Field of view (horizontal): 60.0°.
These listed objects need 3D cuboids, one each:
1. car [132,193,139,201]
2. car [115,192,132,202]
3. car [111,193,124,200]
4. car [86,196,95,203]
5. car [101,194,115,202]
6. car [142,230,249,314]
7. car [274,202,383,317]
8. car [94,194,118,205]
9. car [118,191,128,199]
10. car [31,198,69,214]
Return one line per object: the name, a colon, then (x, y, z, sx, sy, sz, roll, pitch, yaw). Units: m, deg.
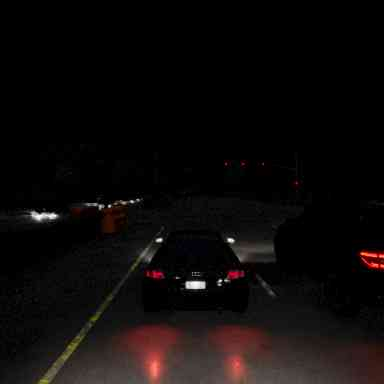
car: (-14.380, 1.323, 77.504, 1.895, 1.301, 4.718, 0, 0, 0)
car: (-14.325, 0.995, 67.859, 2.150, 2.045, 5.566, 0, 0, 0)
car: (-17.909, 1.071, 80.256, 2.097, 1.767, 4.553, 0, 0, 0)
car: (-17.840, 1.348, 61.186, 2.033, 1.411, 5.357, 0, 0, 0)
car: (-17.844, 1.257, 71.127, 1.837, 1.490, 4.892, 0, 0, 0)
car: (0.069, 1.563, 7.698, 1.994, 1.385, 4.181, 0, 0, 0)
car: (3.591, 1.221, 7.627, 2.150, 2.045, 5.566, 0, 0, -2)
car: (-14.340, 1.426, 55.783, 1.895, 1.301, 4.718, 0, 0, 0)
car: (-18.832, 0.893, 91.198, 2.150, 2.045, 5.566, 0, 0, -7)
car: (-14.234, 1.487, 34.052, 1.994, 1.385, 4.181, 0, 0, 0)
